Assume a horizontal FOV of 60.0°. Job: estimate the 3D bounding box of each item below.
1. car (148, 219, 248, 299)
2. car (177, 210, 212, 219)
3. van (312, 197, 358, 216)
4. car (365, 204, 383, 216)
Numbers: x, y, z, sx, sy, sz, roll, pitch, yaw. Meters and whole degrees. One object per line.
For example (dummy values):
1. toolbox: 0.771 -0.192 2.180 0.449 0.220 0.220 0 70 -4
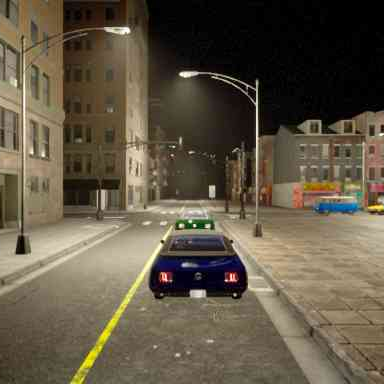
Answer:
1. car: 0.123 1.601 8.386 1.895 1.301 4.718 0 0 0
2. car: 0.153 1.600 17.640 1.895 1.301 4.718 0 0 1
3. van: 13.835 1.337 32.107 3.998 1.788 1.690 0 0 0
4. car: 19.277 1.517 32.082 4.829 1.417 1.752 0 0 0
